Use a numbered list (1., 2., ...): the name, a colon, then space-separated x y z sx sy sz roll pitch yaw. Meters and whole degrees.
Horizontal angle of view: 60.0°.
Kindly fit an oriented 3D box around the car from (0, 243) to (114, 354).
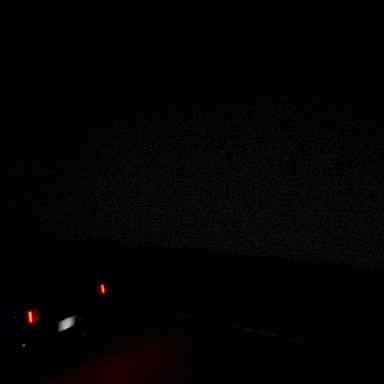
1. car: -3.759 1.581 5.708 4.718 1.301 1.895 0 0 27
